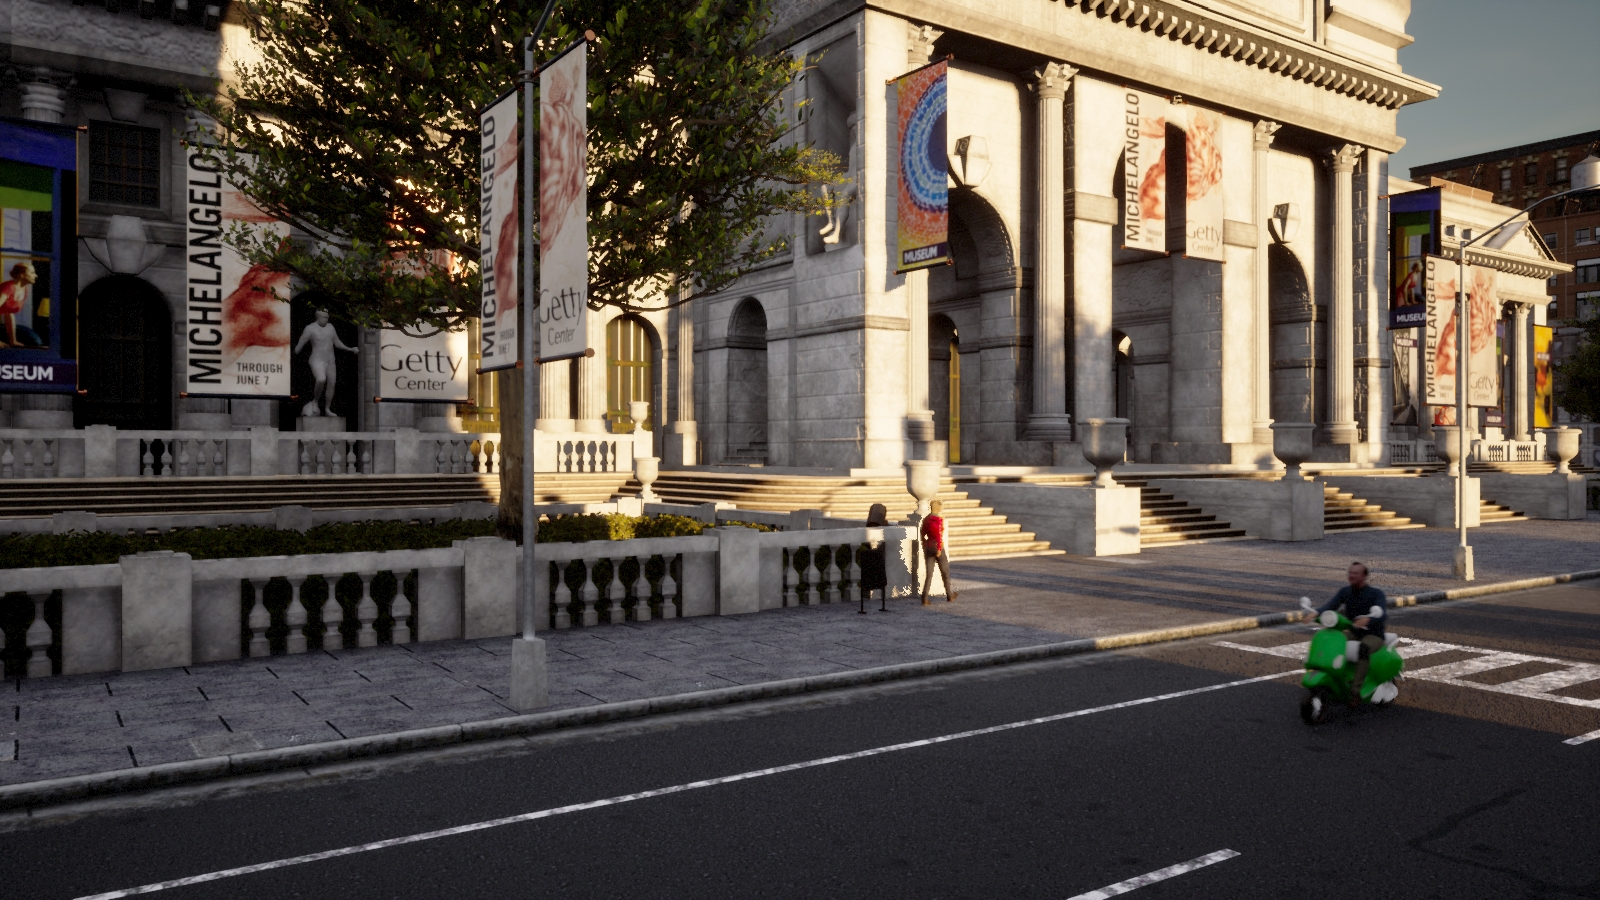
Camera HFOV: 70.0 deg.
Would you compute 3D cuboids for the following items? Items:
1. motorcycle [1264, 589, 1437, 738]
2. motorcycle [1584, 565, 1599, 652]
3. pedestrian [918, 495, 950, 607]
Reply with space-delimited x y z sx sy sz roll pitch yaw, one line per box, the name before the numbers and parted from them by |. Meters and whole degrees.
motorcycle | 5.786 2.182 11.985 1.805 1.236 0.856 0 0 -34
motorcycle | 12.017 2.213 16.192 2.033 1.145 0.803 0 0 -34
pedestrian | 2.271 1.696 19.349 0.375 1.860 0.375 0 0 44
